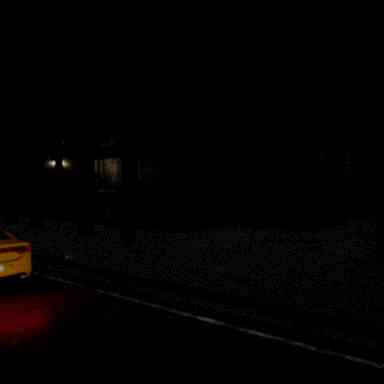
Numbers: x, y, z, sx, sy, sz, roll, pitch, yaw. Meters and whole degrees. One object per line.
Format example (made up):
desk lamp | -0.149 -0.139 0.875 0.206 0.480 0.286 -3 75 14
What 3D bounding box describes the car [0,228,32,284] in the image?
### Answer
car | -6.102 1.506 8.595 5.008 1.535 1.882 0 0 37
